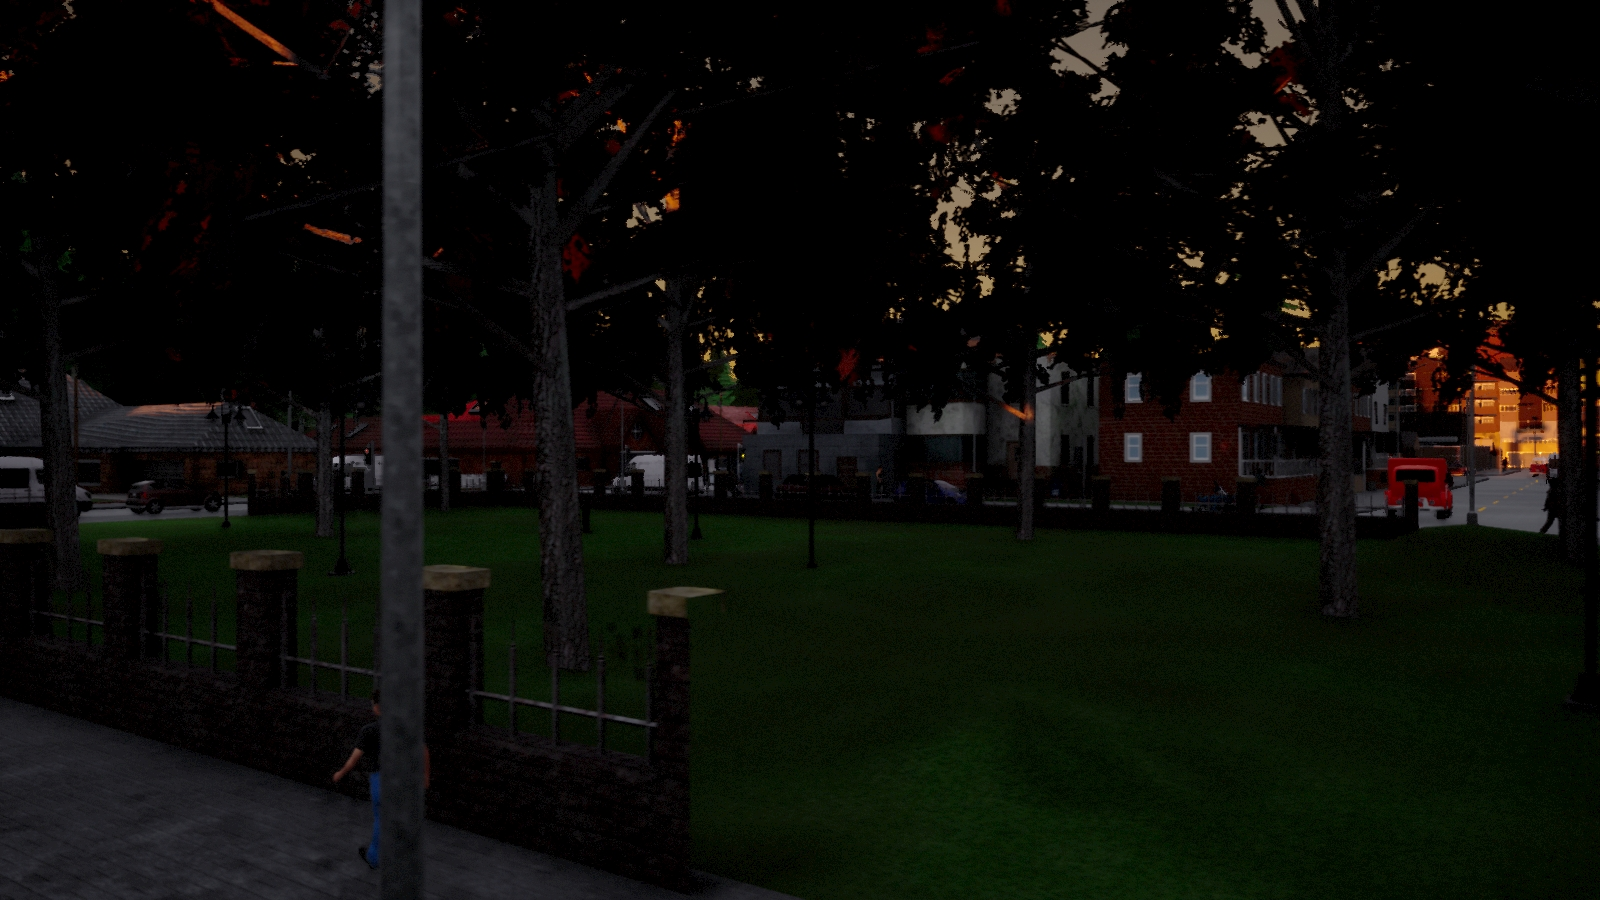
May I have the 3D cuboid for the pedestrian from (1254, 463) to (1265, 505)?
[{"bbox_3d":[20.522,1.516,51.021,0.375,1.860,0.375,0,0,36],"label":"pedestrian"}]

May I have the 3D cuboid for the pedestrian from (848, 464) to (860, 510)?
[{"bbox_3d":[2.210,1.525,46.839,0.375,1.860,0.375,0,0,27],"label":"pedestrian"}]

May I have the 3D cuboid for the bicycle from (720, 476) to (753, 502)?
[{"bbox_3d":[-3.164,1.940,57.002,1.835,1.271,0.329,0,0,35],"label":"bicycle"}]

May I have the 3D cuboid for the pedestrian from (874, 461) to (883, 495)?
[{"bbox_3d":[4.264,1.524,62.046,0.375,1.860,0.375,0,0,34],"label":"pedestrian"}]

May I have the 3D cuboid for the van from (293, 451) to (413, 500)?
[{"bbox_3d":[-24.444,1.314,62.720,1.988,2.561,5.915,0,0,40],"label":"van"}]

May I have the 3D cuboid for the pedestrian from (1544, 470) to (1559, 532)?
[{"bbox_3d":[22.705,1.525,34.508,0.375,1.860,0.375,0,0,35],"label":"pedestrian"}]

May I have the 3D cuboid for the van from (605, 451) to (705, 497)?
[{"bbox_3d":[-8.333,1.314,65.441,5.915,2.561,1.988,0,0,35],"label":"van"}]

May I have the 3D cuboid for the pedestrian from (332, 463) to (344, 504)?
[{"bbox_3d":[-20.920,1.525,51.770,0.375,1.860,0.375,0,0,35],"label":"pedestrian"}]

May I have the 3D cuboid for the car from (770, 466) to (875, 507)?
[{"bbox_3d":[1.051,1.686,53.977,4.553,1.767,2.097,0,0,35],"label":"car"}]

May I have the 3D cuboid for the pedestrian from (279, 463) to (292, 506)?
[{"bbox_3d":[-22.590,1.525,50.186,0.375,1.860,0.375,0,0,25],"label":"pedestrian"}]

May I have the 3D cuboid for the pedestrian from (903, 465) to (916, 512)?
[{"bbox_3d":[4.350,1.524,45.212,0.375,1.860,0.375,0,0,36],"label":"pedestrian"}]

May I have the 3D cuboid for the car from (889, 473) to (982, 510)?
[{"bbox_3d":[5.997,1.818,50.725,3.633,1.501,1.845,0,0,36],"label":"car"}]

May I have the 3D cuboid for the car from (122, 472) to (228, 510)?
[{"bbox_3d":[-27.773,1.806,50.840,1.789,1.549,3.705,0,0,35],"label":"car"}]

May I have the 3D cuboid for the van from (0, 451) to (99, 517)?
[{"bbox_3d":[-31.573,1.314,45.521,1.988,2.561,5.915,0,0,36],"label":"van"}]

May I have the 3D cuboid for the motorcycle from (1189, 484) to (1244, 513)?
[{"bbox_3d":[17.207,1.993,47.195,2.033,1.145,0.803,0,-2,29],"label":"motorcycle"}]

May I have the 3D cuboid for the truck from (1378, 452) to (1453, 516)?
[{"bbox_3d":[25.629,1.359,47.475,2.627,2.467,5.204,0,-1,30],"label":"truck"}]

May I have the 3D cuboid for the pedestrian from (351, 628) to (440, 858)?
[{"bbox_3d":[-2.525,1.805,7.135,0.375,1.300,0.375,0,0,35],"label":"pedestrian"}]
